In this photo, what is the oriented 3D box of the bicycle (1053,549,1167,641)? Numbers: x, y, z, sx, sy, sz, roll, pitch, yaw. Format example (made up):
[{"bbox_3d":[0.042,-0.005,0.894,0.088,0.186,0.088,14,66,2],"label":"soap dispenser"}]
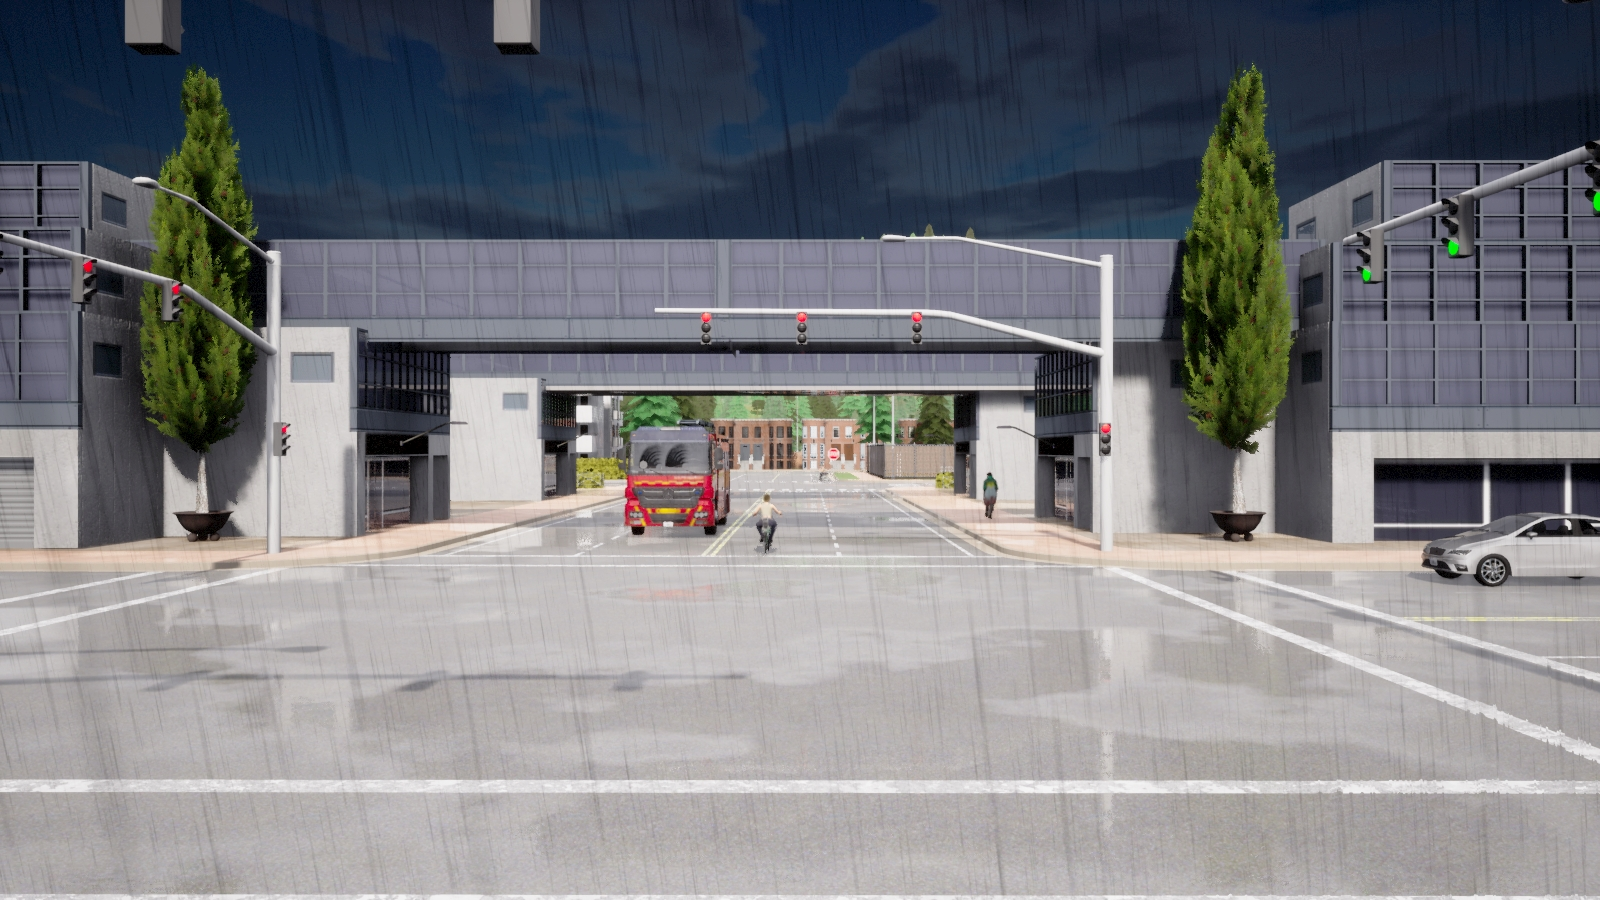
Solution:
[{"bbox_3d":[4.638,2.158,17.159,1.487,1.276,0.859,0,0,1],"label":"bicycle"}]

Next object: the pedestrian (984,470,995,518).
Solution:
[{"bbox_3d":[7.369,1.698,44.435,0.375,1.860,0.375,0,0,2],"label":"pedestrian"}]

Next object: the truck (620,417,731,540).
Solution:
[{"bbox_3d":[-4.133,0.890,39.814,2.891,3.827,8.468,0,0,0],"label":"truck"}]

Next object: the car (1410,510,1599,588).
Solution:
[{"bbox_3d":[15.490,2.066,24.189,4.193,1.474,1.816,0,0,0],"label":"car"}]
